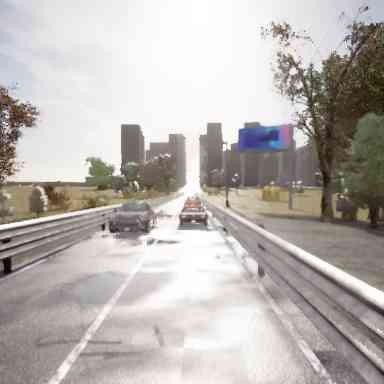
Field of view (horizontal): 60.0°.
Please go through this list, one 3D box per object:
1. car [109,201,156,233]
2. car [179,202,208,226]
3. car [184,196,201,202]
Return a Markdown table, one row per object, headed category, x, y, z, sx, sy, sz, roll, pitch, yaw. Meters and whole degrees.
| category | x | y | z | sx | sy | sz | roll | pitch | yaw |
| --- | --- | --- | --- | --- | --- | --- | --- | --- | --- |
| car | -3.354 | 1.345 | 19.338 | 2.097 | 1.767 | 4.553 | 0 | 0 | 0 |
| car | 0.091 | 1.593 | 23.579 | 1.895 | 1.301 | 4.718 | 0 | 0 | 0 |
| car | 0.074 | 1.338 | 42.088 | 2.097 | 1.767 | 4.553 | 0 | 0 | 0 |
